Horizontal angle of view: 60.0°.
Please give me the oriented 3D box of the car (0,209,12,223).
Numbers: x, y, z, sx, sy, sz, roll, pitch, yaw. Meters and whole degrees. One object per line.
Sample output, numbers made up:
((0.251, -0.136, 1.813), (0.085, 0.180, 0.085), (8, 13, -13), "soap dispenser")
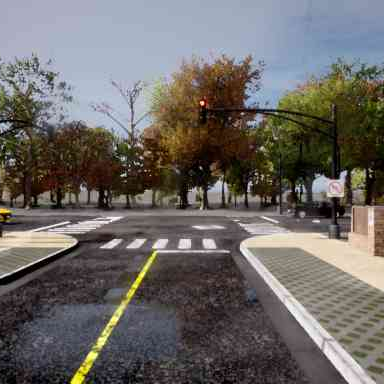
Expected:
((-15.084, 1.423, 22.880), (5.008, 1.535, 1.882), (0, 0, 0), "car")

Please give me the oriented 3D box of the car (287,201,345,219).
((10.985, 1.556, 29.559), (4.892, 1.490, 1.837), (0, 0, 0), "car")
